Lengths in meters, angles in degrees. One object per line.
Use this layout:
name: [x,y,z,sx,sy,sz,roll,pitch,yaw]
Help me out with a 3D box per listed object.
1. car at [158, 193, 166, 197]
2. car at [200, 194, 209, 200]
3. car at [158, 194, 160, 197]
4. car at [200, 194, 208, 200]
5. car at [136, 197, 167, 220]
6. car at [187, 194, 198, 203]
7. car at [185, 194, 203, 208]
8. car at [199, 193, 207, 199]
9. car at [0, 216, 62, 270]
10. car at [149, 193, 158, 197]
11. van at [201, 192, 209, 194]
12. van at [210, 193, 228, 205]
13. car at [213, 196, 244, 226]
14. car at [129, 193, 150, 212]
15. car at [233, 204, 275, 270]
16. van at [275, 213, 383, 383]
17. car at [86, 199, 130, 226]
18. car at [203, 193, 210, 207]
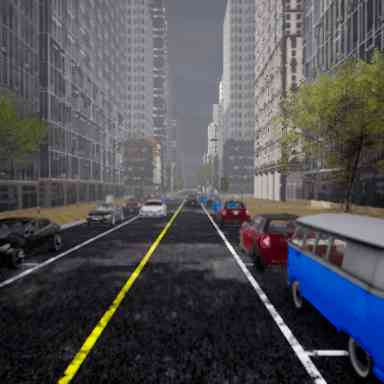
car: [-5.725,1.224,56.244,1.802,1.307,4.206,-1,0,0]
car: [2.701,1.094,73.297,1.947,1.339,4.313,-1,0,0]
car: [-5.720,1.298,44.876,1.802,1.307,4.206,-1,0,0]
car: [2.756,1.071,78.981,1.802,1.307,4.206,-1,0,0]
car: [-3.018,1.358,26.650,1.812,1.442,4.674,0,0,0]
car: [0.073,1.132,58.278,1.837,1.490,4.892,0,0,0]
car: [0.080,1.292,42.836,1.994,1.385,4.181,0,0,0]
car: [2.772,1.016,84.666,1.947,1.339,4.313,-1,0,0]
car: [-5.704,1.498,10.775,1.947,1.339,4.313,-1,0,0]
car: [-5.719,1.067,39.191,2.192,1.841,5.009,-1,0,0]
van: [2.653,0.983,56.247,1.690,1.788,3.998,-1,0,0]
van: [2.667,1.165,27.828,1.690,1.788,3.998,-1,0,0]
car: [2.670,1.300,22.145,1.967,1.590,4.097,-1,0,0]
car: [-5.715,1.228,33.508,1.967,1.590,4.097,-1,0,0]
car: [2.676,1.372,10.778,1.967,1.590,4.097,-1,0,0]
van: [2.678,1.309,5.094,1.690,1.788,3.998,-1,0,0]
car: [-5.709,1.411,22.142,2.008,1.369,4.403,-1,0,0]
car: [2.661,1.266,44.880,2.008,1.369,4.403,-1,0,0]
